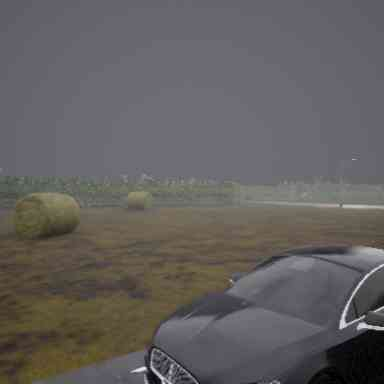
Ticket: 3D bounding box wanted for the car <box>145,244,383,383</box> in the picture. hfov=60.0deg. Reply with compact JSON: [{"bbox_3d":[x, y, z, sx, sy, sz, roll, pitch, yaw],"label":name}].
[{"bbox_3d":[1.764,1.520,4.324,4.892,1.490,1.837,1,-1,-35],"label":"car"}]
